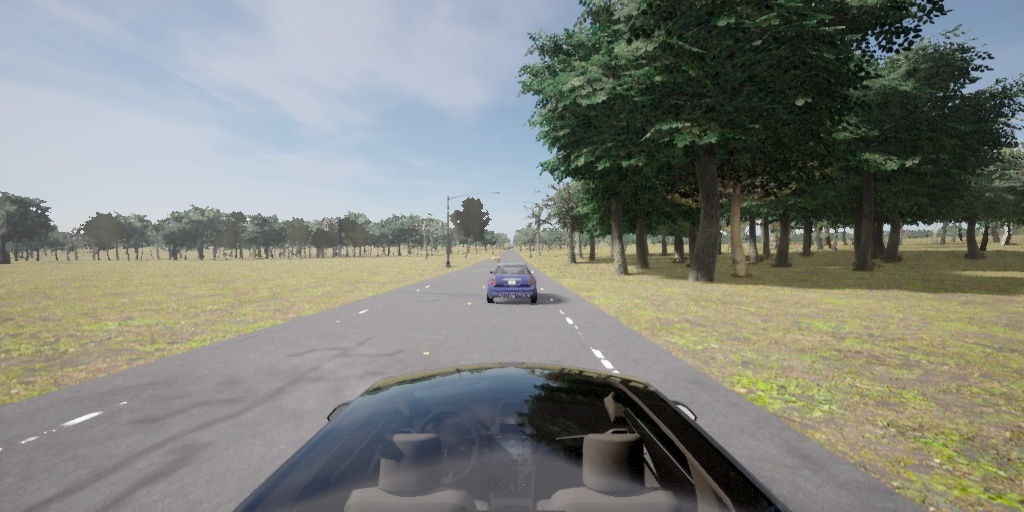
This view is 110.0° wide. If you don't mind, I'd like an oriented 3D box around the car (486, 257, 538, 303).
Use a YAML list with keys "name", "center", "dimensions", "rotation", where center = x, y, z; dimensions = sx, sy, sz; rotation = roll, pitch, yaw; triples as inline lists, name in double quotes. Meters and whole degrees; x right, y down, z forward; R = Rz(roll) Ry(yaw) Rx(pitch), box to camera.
- name: "car"
  center: [0.000, 1.068, 16.468]
  dimensions: [2.097, 1.767, 4.553]
  rotation: [0, 0, 0]
